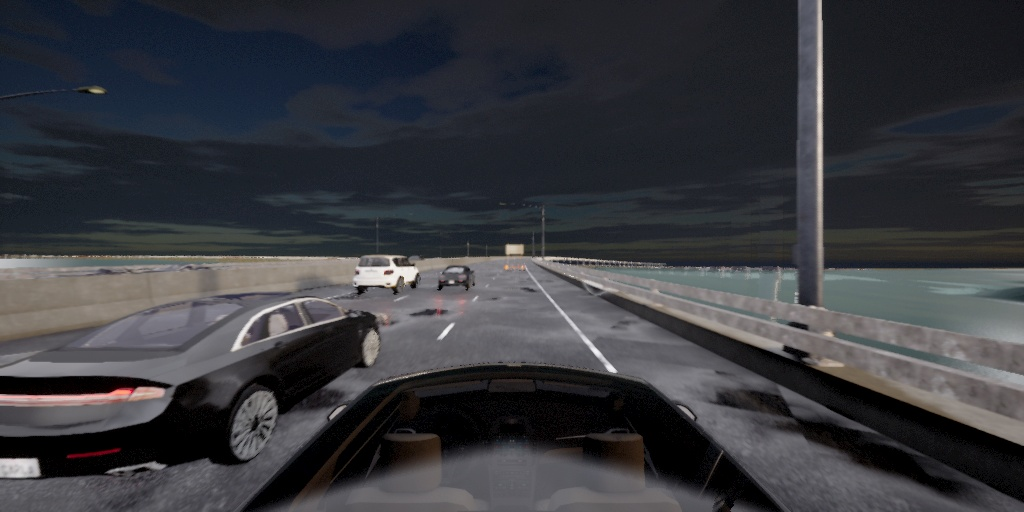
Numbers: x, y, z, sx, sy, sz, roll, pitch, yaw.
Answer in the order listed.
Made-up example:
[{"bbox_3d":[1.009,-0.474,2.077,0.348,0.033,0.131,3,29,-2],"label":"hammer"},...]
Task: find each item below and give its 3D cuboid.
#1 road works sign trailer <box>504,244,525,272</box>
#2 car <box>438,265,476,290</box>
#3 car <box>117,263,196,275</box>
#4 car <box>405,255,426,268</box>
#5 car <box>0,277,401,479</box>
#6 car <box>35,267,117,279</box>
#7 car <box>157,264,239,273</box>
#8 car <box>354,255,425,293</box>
[{"bbox_3d":[0.345,0.202,45.917,2.380,3.560,2.880,0,0,1],"label":"road works sign trailer"},{"bbox_3d":[-3.323,1.270,22.077,1.812,1.442,4.674,0,0,0],"label":"car"},{"bbox_3d":[-21.010,1.225,22.608,2.128,1.511,4.902,0,0,1],"label":"car"},{"bbox_3d":[-16.841,0.942,62.777,2.150,2.045,5.566,0,0,2],"label":"car"},{"bbox_3d":[-3.394,1.238,4.886,2.128,1.511,4.902,0,0,0],"label":"car"},{"bbox_3d":[-24.523,1.332,21.252,1.895,1.301,4.718,0,0,1],"label":"car"},{"bbox_3d":[-17.526,1.336,21.182,1.895,1.301,4.718,0,0,0],"label":"car"},{"bbox_3d":[-6.837,0.964,20.137,2.150,2.045,5.566,0,0,0],"label":"car"}]
